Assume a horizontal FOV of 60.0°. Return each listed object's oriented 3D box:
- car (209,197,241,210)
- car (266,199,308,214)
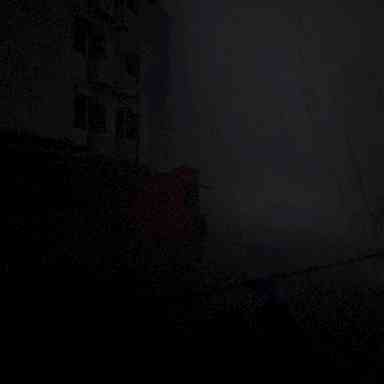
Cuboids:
[{"bbox_3d":[4.226,1.477,43.303,1.882,1.535,5.008,0,0,-36],"label":"car"},{"bbox_3d":[9.955,1.525,35.304,1.812,1.442,4.674,0,0,-36],"label":"car"}]
